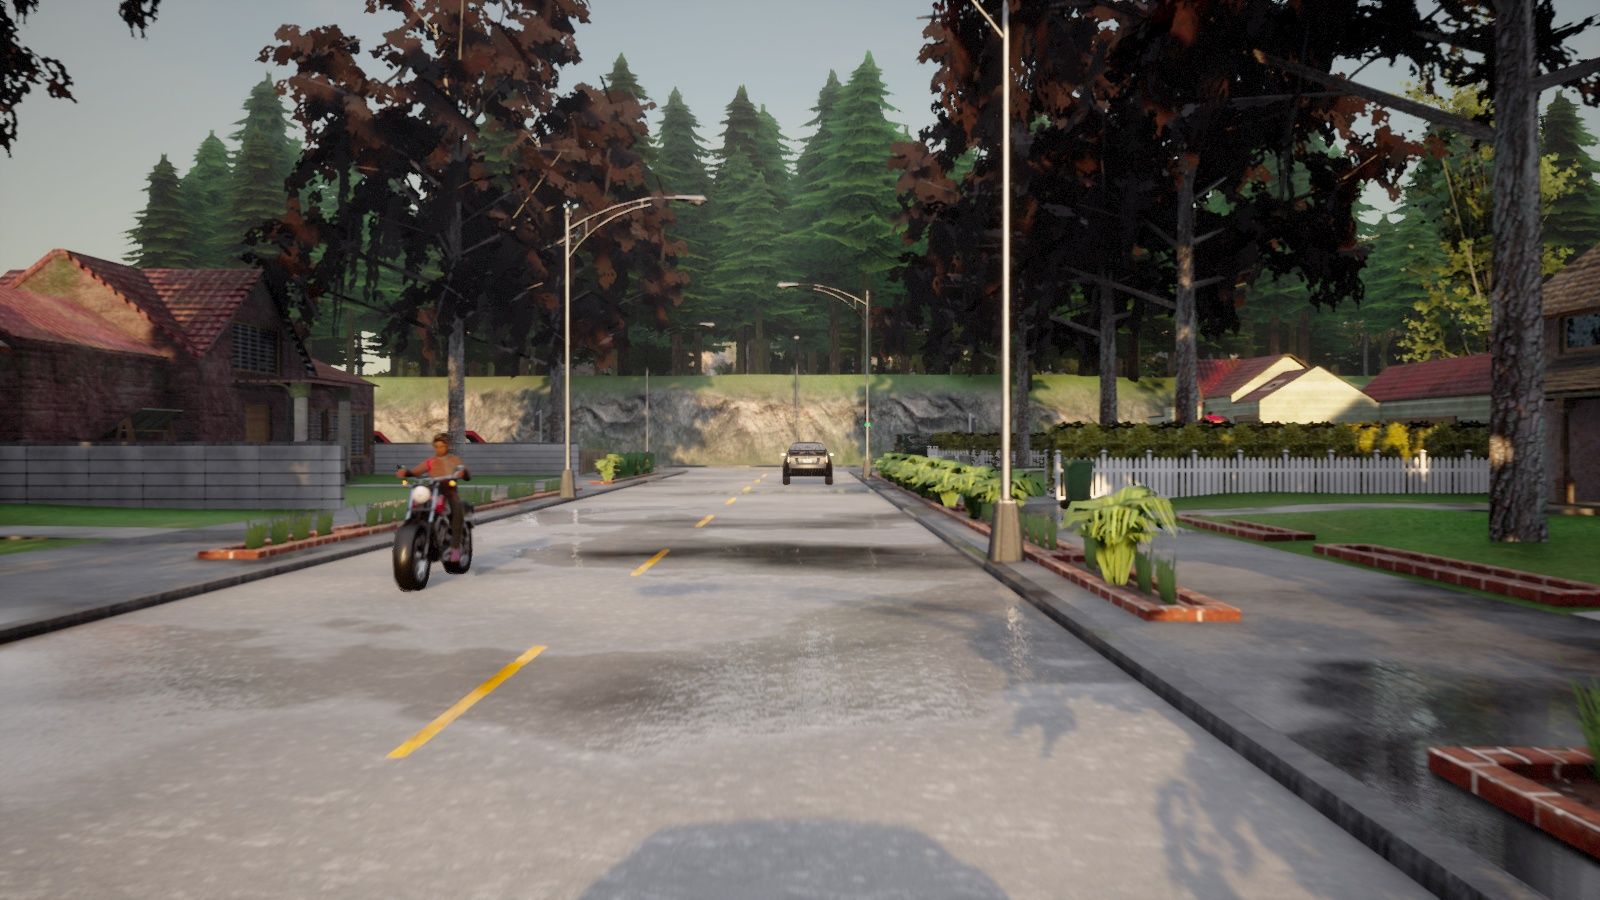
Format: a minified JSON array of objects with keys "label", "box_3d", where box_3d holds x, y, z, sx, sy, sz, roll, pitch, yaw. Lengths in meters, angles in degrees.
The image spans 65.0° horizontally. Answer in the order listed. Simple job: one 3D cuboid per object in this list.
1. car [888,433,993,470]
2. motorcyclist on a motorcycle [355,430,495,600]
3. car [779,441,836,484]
[{"label":"car","box_3d":[7.925,0.071,71.186,5.566,2.045,2.150,0,0,-9]},{"label":"motorcyclist on a motorcycle","box_3d":[-3.909,0.619,13.322,0.766,1.649,2.350,0,0,0]},{"label":"car","box_3d":[0.279,0.431,46.503,2.007,1.525,4.514,0,0,0]}]
